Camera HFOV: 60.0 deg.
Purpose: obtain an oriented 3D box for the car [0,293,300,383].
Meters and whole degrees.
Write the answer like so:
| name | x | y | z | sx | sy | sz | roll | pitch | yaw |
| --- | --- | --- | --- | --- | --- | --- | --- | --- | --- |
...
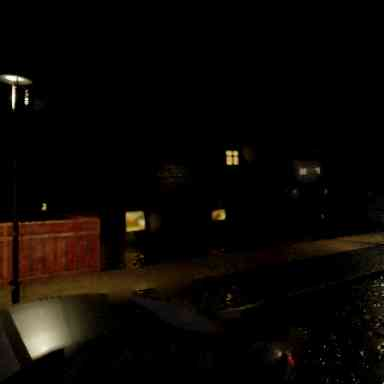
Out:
| name | x | y | z | sx | sy | sz | roll | pitch | yaw |
| --- | --- | --- | --- | --- | --- | --- | --- | --- | --- |
| car | -1.104 | 1.563 | 2.281 | 4.181 | 1.385 | 1.994 | 0 | 0 | -35 |

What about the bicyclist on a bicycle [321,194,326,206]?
| name | x | y | z | sx | sy | sz | roll | pitch | yaw |
| --- | --- | --- | --- | --- | --- | --- | --- | --- | --- |
| bicyclist on a bicycle | 16.539 | 1.016 | 41.912 | 0.582 | 1.620 | 1.656 | 0 | 3 | 38 |
